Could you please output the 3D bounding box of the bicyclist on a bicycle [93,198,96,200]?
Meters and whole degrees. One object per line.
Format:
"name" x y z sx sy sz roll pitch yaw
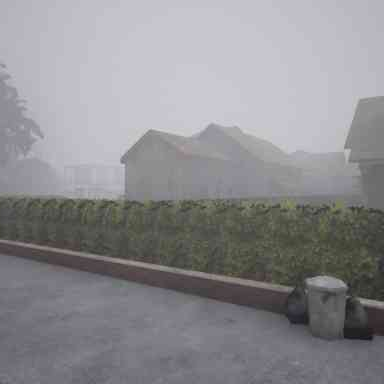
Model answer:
"bicyclist on a bicycle" -8.795 1.349 30.383 1.656 1.620 0.582 0 0 35

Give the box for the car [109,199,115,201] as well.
"car" -6.496 1.356 25.693 5.357 1.415 2.033 0 0 38

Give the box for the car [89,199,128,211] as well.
"car" -10.569 1.601 42.401 1.895 1.301 4.718 0 0 36
